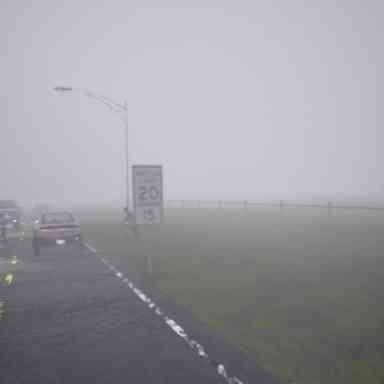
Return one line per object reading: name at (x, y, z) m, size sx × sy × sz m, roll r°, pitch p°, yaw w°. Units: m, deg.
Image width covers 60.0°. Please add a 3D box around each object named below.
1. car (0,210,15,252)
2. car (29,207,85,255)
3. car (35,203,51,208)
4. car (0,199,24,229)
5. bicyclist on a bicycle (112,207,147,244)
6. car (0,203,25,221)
car at (-9.211, 1.772, 14.594) m, size 2.033 × 1.411 × 5.357 m, roll -1°, pitch 0°, yaw -25°
car at (-5.841, 1.634, 14.359) m, size 2.128 × 1.511 × 4.902 m, roll -1°, pitch 0°, yaw -25°
car at (-19.441, 2.074, 43.264) m, size 1.895 × 1.301 × 4.718 m, roll -1°, pitch 0°, yaw -25°
car at (-13.734, 1.555, 24.197) m, size 2.150 × 2.045 × 5.566 m, roll -1°, pitch 0°, yaw -25°
bicyclist on a bicycle at (-2.786, 1.498, 14.946) m, size 1.656 × 1.620 × 0.582 m, roll -3°, pitch 1°, yaw -25°
car at (-18.107, 1.931, 33.587) m, size 2.128 × 1.511 × 4.902 m, roll -1°, pitch 0°, yaw -25°
